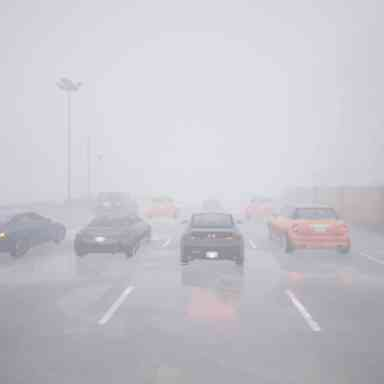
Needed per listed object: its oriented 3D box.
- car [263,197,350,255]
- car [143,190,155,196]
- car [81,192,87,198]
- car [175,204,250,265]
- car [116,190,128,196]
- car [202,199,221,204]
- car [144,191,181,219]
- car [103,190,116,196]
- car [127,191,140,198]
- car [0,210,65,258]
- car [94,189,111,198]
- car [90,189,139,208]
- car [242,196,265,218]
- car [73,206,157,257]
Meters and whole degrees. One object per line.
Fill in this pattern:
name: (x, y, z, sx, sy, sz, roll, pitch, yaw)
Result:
car: (4.275, 1.218, 12.891, 2.097, 1.767, 4.553, 0, 1, 3)
car: (-12.230, 0.321, 91.057, 1.882, 1.535, 5.008, 0, 1, 4)
car: (-23.736, 0.706, 75.931, 1.895, 1.301, 4.718, 0, 1, 4)
car: (0.671, 1.383, 11.205, 1.837, 1.490, 4.892, 0, 1, 3)
car: (-19.211, 0.352, 91.567, 2.128, 1.511, 4.902, 0, 1, 4)
car: (1.560, 1.260, 26.648, 2.033, 1.411, 5.357, 0, 1, 3)
car: (-2.015, 1.072, 25.538, 2.097, 1.767, 4.553, 0, 1, 3)
car: (-22.709, 0.299, 91.721, 1.882, 1.535, 5.008, 0, 1, 4)
car: (-13.255, 0.633, 75.305, 1.837, 1.490, 4.892, 0, 1, 4)
car: (-6.293, 1.385, 12.000, 1.812, 1.442, 4.674, 0, 1, 3)
car: (-20.243, 0.344, 75.707, 2.150, 2.045, 5.566, 0, 1, 4)
car: (-5.551, 0.942, 25.003, 2.150, 2.045, 5.566, 0, 1, 3)
car: (4.971, 1.087, 25.097, 2.097, 1.767, 4.553, 0, 1, 3)
car: (-2.763, 1.425, 12.416, 1.994, 1.385, 4.181, 0, 1, 3)
